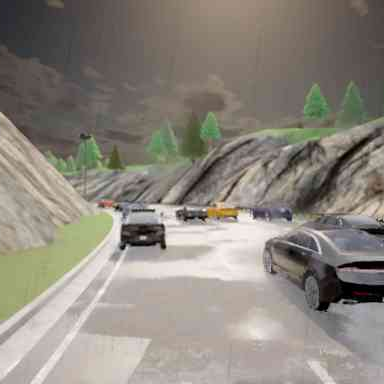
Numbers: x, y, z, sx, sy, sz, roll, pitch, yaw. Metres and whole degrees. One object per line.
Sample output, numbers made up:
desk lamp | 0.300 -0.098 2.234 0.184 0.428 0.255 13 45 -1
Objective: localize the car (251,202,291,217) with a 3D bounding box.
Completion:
car | 6.873 1.613 29.200 2.097 1.767 4.553 0 -1 -13

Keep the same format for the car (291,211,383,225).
car | 6.083 1.629 13.724 1.837 1.490 4.892 0 -1 -7

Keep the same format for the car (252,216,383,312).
car | 3.134 1.564 7.928 2.128 1.511 4.902 0 -1 -4

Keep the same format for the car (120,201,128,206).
car | -5.093 1.742 29.629 1.882 1.535 5.008 0 -1 -15

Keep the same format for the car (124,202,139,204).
car | -3.802 1.721 24.220 1.837 1.490 4.892 0 -1 -12

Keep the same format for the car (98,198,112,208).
car | -14.798 1.861 57.522 2.097 1.767 4.553 0 -1 -27

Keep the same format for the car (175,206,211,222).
car | -0.172 1.858 28.794 1.895 1.301 4.718 0 -1 -14

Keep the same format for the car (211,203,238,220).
car | 2.748 1.758 31.413 1.882 1.535 5.008 0 -1 -14

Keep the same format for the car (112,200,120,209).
car | -9.358 1.971 45.867 1.994 1.385 4.181 0 -1 -23

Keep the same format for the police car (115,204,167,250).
police car | -2.206 1.561 15.204 1.930 1.638 5.238 0 -1 -8
